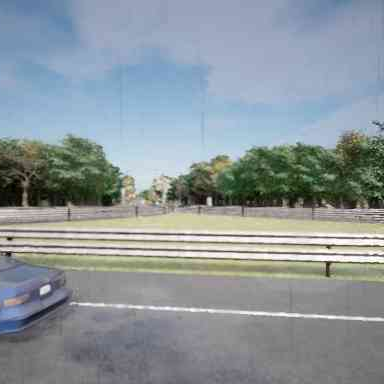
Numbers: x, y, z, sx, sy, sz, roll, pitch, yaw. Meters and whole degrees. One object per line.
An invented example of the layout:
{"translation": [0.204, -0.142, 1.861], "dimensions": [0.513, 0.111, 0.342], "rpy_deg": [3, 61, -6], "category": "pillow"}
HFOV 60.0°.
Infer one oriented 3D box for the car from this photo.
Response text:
{"translation": [-5.004, 1.716, 6.088], "dimensions": [5.357, 1.411, 2.033], "rpy_deg": [0, -2, 8], "category": "car"}
